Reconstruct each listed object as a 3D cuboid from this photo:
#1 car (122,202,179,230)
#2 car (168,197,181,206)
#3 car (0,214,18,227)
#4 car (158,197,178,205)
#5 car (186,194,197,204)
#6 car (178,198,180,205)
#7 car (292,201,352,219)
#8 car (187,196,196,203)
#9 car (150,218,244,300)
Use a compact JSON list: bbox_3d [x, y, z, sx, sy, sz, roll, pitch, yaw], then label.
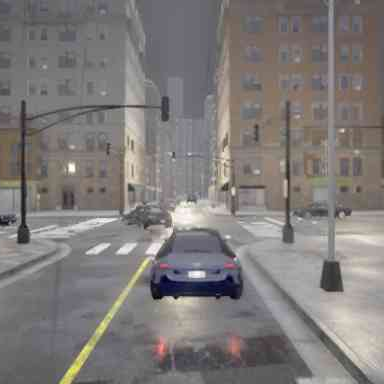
[{"bbox_3d":[-2.965,1.602,21.808,1.812,1.442,4.674,1,0,-32],"label":"car"},{"bbox_3d":[-3.099,1.736,59.949,2.128,1.511,4.902,0,0,0],"label":"car"},{"bbox_3d":[-14.157,1.723,21.844,4.718,1.301,1.895,0,0,0],"label":"car"},{"bbox_3d":[-3.076,1.506,40.114,2.097,1.767,4.553,0,0,0],"label":"car"},{"bbox_3d":[-0.091,1.521,71.706,2.150,2.045,5.566,0,0,0],"label":"car"},{"bbox_3d":[-3.109,1.700,49.210,1.837,1.490,4.892,0,0,0],"label":"car"},{"bbox_3d":[11.152,1.548,28.709,4.892,1.490,1.837,0,0,0],"label":"car"},{"bbox_3d":[-0.127,1.865,82.094,2.128,1.511,4.902,0,0,0],"label":"car"},{"bbox_3d":[0.094,1.592,8.500,1.994,1.385,4.181,0,0,0],"label":"car"}]
